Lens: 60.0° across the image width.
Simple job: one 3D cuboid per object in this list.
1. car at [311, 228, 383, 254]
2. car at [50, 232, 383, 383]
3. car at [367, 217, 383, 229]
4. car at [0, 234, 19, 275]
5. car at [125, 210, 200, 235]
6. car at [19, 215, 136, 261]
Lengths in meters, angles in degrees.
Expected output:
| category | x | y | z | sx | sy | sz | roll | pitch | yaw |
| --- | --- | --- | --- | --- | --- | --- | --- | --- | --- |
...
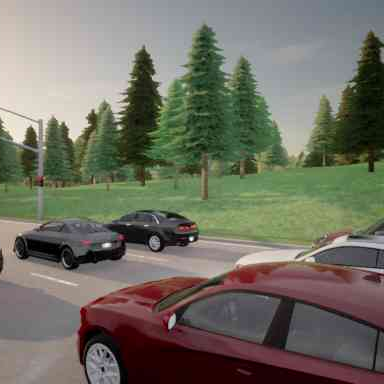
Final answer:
| category | x | y | z | sx | sy | sz | roll | pitch | yaw |
| --- | --- | --- | --- | --- | --- | --- | --- | --- | --- |
| car | 3.013 | 1.526 | 6.138 | 4.674 | 1.442 | 1.812 | 0 | 0 | 35 |
| car | 0.888 | 1.478 | 3.357 | 5.008 | 1.535 | 1.882 | 0 | 0 | 36 |
| car | 5.491 | 1.352 | 8.671 | 4.553 | 1.767 | 2.097 | 0 | 0 | 36 |
| car | -6.628 | 1.526 | 8.615 | 4.674 | 1.442 | 1.812 | 0 | 0 | 36 |
| car | -1.984 | 1.505 | 13.890 | 4.892 | 1.490 | 1.837 | 0 | 0 | 36 |
| car | -4.163 | 1.564 | 11.143 | 4.181 | 1.385 | 1.994 | 0 | 0 | 36 |
